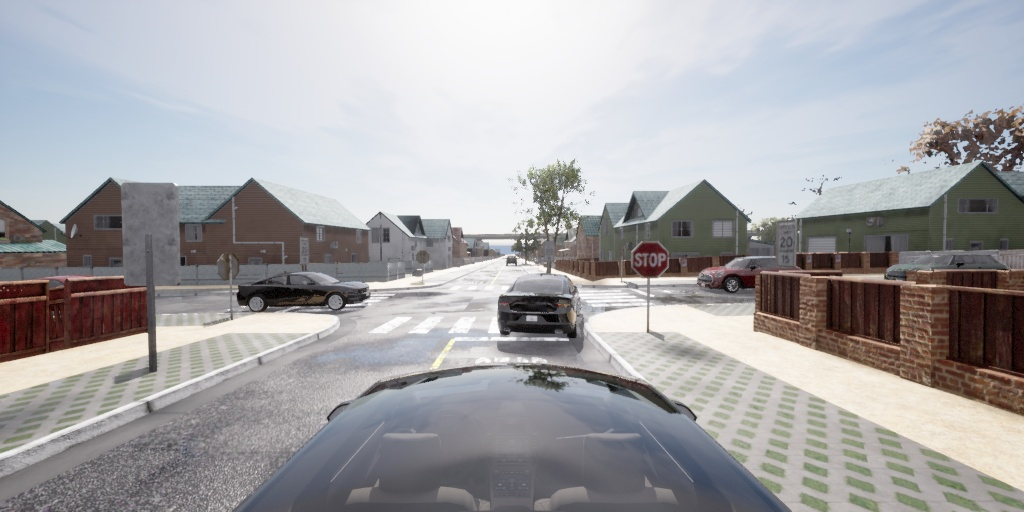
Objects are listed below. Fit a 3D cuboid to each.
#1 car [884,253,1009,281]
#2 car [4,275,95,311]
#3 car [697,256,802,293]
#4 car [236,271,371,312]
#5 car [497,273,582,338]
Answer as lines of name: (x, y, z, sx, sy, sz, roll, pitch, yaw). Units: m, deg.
car: (21.685, 0.646, 18.006, 4.553, 1.767, 2.097, -1, 2, 0)
car: (-18.035, 1.546, 14.747, 5.008, 1.535, 1.882, -1, 2, 0)
car: (11.790, 0.820, 17.924, 4.553, 1.767, 2.097, -1, 2, 0)
car: (-8.482, 1.376, 14.820, 5.008, 1.535, 1.882, -1, 2, 0)
car: (0.949, 1.224, 10.303, 1.882, 1.535, 5.008, 0, 0, 12)
